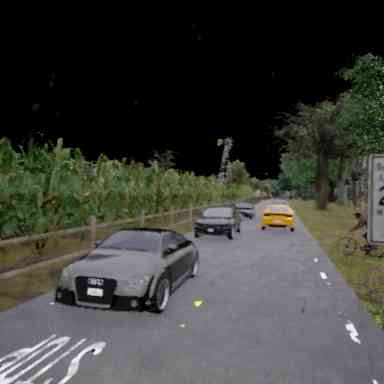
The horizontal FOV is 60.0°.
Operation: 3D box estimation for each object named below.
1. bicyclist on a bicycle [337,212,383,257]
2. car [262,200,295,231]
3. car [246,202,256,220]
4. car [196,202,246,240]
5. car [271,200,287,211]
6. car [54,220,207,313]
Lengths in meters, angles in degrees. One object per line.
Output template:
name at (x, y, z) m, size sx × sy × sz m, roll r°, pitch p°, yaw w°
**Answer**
bicyclist on a bicycle at (6.277, 1.581, 12.307) m, size 1.656 × 1.620 × 0.582 m, roll 2°, pitch 0°, yaw 15°
car at (5.591, 1.555, 21.607) m, size 1.882 × 1.535 × 5.008 m, roll 1°, pitch 0°, yaw 15°
car at (4.560, 1.596, 29.192) m, size 2.033 × 1.411 × 5.357 m, roll 1°, pitch 0°, yaw 15°
car at (1.484, 1.482, 17.599) m, size 1.882 × 1.535 × 5.008 m, roll 1°, pitch 0°, yaw 15°
car at (11.540, 1.772, 44.155) m, size 1.895 × 1.301 × 4.718 m, roll 1°, pitch 0°, yaw 15°
car at (-1.160, 1.532, 7.614) m, size 1.994 × 1.385 × 4.181 m, roll 1°, pitch 0°, yaw 14°
